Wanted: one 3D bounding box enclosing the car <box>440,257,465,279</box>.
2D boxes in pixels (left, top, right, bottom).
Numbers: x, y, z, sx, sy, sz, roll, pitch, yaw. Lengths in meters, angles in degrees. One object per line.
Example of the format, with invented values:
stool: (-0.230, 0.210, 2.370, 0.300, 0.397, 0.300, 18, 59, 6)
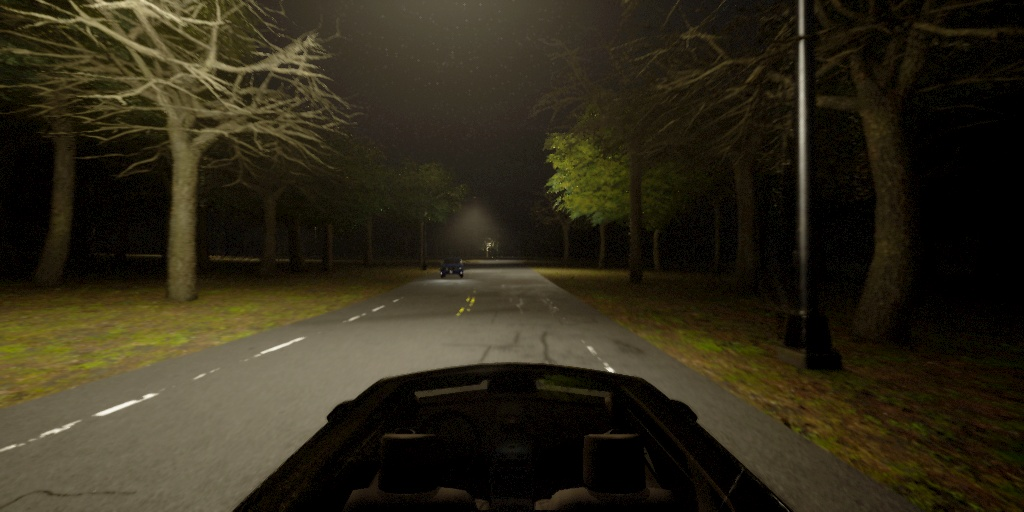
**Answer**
car: (-5.945, 1.163, 36.119, 2.150, 2.045, 5.566, 0, 0, -6)
